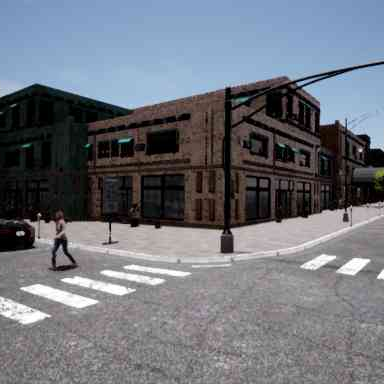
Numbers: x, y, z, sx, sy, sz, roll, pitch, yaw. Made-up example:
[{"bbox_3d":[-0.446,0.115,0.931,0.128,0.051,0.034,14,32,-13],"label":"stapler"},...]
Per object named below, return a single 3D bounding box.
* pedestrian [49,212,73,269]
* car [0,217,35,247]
[{"bbox_3d":[-4.053,1.449,10.293,0.375,1.860,0.375,0,0,38],"label":"pedestrian"},{"bbox_3d":[-8.853,1.800,15.259,4.313,1.339,1.947,-1,-1,38],"label":"car"}]
